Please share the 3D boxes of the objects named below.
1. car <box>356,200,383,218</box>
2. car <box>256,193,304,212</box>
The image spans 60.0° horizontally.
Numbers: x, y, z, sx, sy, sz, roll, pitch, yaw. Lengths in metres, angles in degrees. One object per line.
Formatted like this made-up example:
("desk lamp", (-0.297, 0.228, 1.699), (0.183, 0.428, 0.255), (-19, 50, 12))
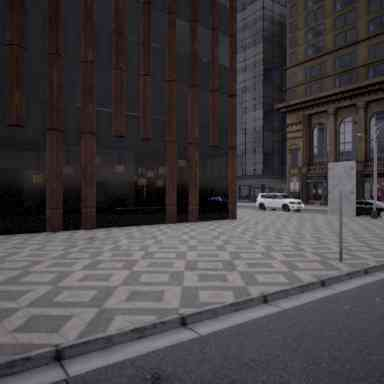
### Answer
("car", (15.359, 1.450, 28.634), (1.837, 1.490, 4.892), (0, 0, -37))
("car", (9.585, 1.138, 36.753), (2.150, 2.045, 5.566), (0, 0, -36))
